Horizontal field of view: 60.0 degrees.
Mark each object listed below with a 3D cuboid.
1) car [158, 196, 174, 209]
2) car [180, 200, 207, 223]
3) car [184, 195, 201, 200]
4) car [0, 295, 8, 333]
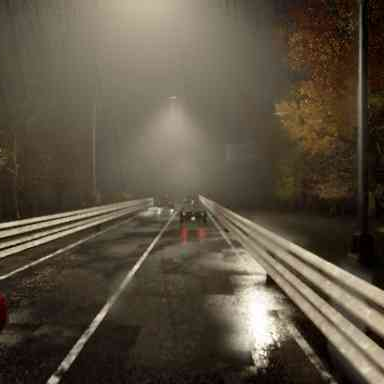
[{"bbox_3d":[-3.366,1.316,43.567,1.882,1.535,5.008,0,0,0],"label":"car"},{"bbox_3d":[0.092,1.501,24.687,1.895,1.301,4.718,0,0,0],"label":"car"},{"bbox_3d":[0.075,1.197,41.222,2.097,1.767,4.553,0,0,0],"label":"car"},{"bbox_3d":[-3.351,1.586,2.144,1.895,1.301,4.718,0,0,0],"label":"car"}]
